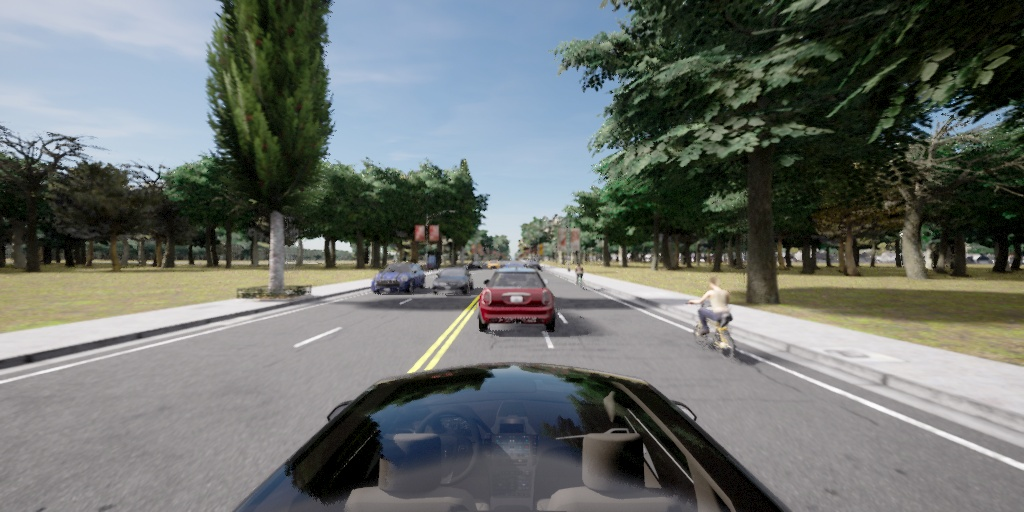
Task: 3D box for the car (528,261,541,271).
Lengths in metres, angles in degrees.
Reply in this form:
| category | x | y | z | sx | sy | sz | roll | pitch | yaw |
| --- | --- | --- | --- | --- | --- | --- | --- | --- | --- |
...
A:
| category | x | y | z | sx | sy | sz | roll | pitch | yaw |
| --- | --- | --- | --- | --- | --- | --- | --- | --- | --- |
| car | 3.547 | 1.577 | 57.057 | 1.812 | 1.442 | 4.674 | 0 | 0 | 0 |

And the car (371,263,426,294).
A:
| category | x | y | z | sx | sy | sz | roll | pitch | yaw |
| --- | --- | --- | --- | --- | --- | --- | --- | --- | --- |
| car | -6.536 | 1.195 | 21.084 | 2.097 | 1.767 | 4.553 | 0 | 0 | 0 |

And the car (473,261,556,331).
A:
| category | x | y | z | sx | sy | sz | roll | pitch | yaw |
| --- | --- | --- | --- | --- | --- | --- | --- | --- | --- |
| car | 0.130 | 1.153 | 11.408 | 2.097 | 1.767 | 4.553 | 0 | 0 | 0 |

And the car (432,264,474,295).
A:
| category | x | y | z | sx | sy | sz | roll | pitch | yaw |
| --- | --- | --- | --- | --- | --- | --- | --- | --- | --- |
| car | -3.288 | 1.371 | 20.671 | 1.812 | 1.442 | 4.674 | 0 | 0 | 0 |

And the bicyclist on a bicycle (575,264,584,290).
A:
| category | x | y | z | sx | sy | sz | roll | pitch | yaw |
| --- | --- | --- | --- | --- | --- | --- | --- | --- | --- |
| bicyclist on a bicycle | 4.212 | 1.318 | 22.384 | 0.582 | 1.620 | 1.656 | 0 | -1 | 0 |

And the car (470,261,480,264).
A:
| category | x | y | z | sx | sy | sz | roll | pitch | yaw |
| --- | --- | --- | --- | --- | --- | --- | --- | --- | --- |
| car | -6.332 | 1.544 | 62.285 | 1.882 | 1.535 | 5.008 | 0 | 0 | 1 |

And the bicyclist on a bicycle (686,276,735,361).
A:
| category | x | y | z | sx | sy | sz | roll | pitch | yaw |
| --- | --- | --- | --- | --- | --- | --- | --- | --- | --- |
| bicyclist on a bicycle | 4.140 | 1.222 | 7.417 | 0.866 | 1.612 | 1.509 | 0 | 0 | 0 |
